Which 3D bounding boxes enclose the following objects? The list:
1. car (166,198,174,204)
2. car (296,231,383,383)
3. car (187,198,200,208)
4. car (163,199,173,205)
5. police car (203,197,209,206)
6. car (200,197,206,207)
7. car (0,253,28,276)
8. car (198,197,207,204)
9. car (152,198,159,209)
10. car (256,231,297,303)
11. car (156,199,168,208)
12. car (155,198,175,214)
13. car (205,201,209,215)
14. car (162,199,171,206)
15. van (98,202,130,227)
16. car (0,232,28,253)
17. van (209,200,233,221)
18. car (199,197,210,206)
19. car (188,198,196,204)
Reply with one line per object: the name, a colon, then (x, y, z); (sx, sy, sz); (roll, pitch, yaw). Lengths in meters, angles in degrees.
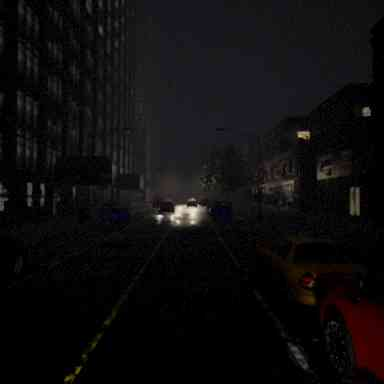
car: (-5.697, 2.373, 85.481); (1.752, 1.417, 4.829); (1, -1, 0)
car: (2.703, 1.344, 2.467); (2.192, 1.841, 5.009); (1, -1, 0)
car: (-0.014, 2.216, 60.160); (1.895, 1.301, 4.718); (0, -1, 0)
car: (-5.697, 2.365, 80.106); (1.947, 1.339, 4.313); (1, -1, 0)
police car: (2.990, 1.907, 46.334); (1.930, 1.638, 5.238); (0, -1, 0)
car: (2.688, 2.173, 63.641); (1.752, 1.417, 4.829); (1, -1, 0)
car: (-3.101, 1.511, 1.637); (2.128, 1.511, 4.902); (0, -1, 0)
car: (2.687, 2.165, 85.657); (2.192, 1.841, 5.009); (1, -1, 0)
car: (-5.688, 1.908, 57.924); (2.192, 1.841, 5.009); (1, -1, 0)
car: (2.699, 1.617, 8.181); (1.752, 1.417, 4.829); (1, -1, 0)
car: (-5.692, 2.169, 63.297); (1.752, 1.417, 4.829); (1, -1, 0)
car: (-3.102, 1.912, 41.524); (1.882, 1.535, 5.008); (0, -1, 0)
car: (2.693, 1.943, 35.741); (1.947, 1.339, 4.313); (1, -1, 0)
car: (-5.695, 2.272, 74.389); (1.752, 1.417, 4.829); (1, -1, 0)
van: (-5.682, 1.605, 24.649); (1.690, 1.788, 3.998); (1, -1, 0)
car: (-5.682, 1.634, 8.008); (1.887, 1.381, 4.507); (1, -1, 0)
van: (2.697, 1.662, 30.197); (1.690, 1.788, 3.998); (1, -1, 0)
car: (2.689, 2.064, 74.565); (2.192, 1.841, 5.009); (1, -1, 0)
car: (-0.017, 2.202, 79.218); (1.895, 1.301, 4.718); (0, -1, 0)
